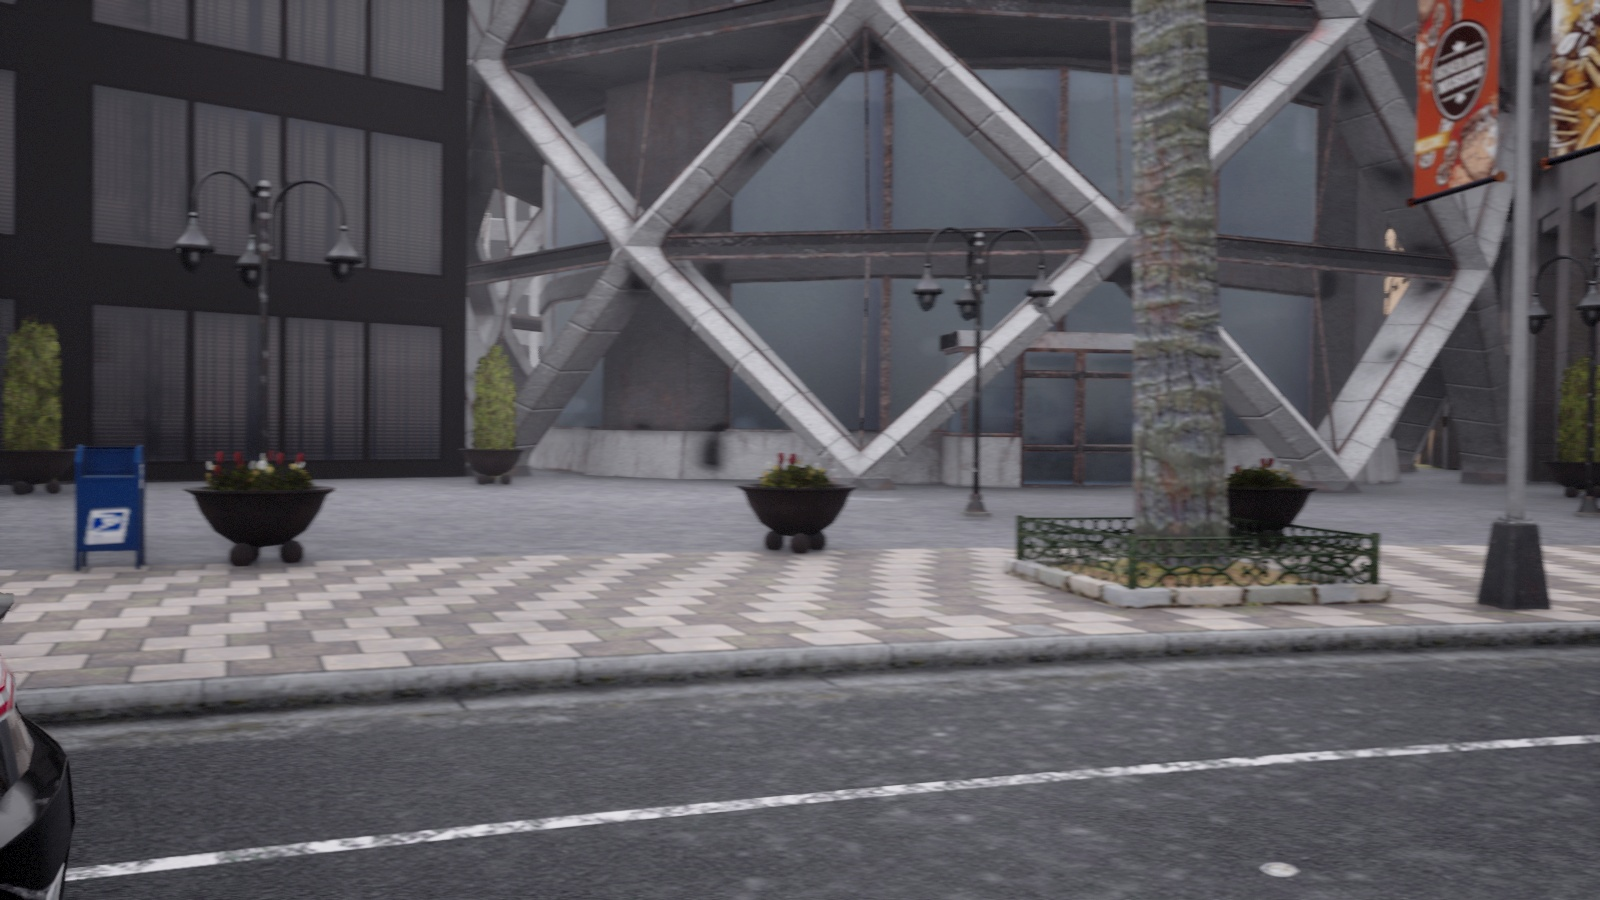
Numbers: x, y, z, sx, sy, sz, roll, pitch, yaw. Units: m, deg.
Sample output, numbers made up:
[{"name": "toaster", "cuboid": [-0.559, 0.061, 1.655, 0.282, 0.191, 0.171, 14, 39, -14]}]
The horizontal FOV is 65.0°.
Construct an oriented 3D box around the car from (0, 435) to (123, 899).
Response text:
[{"name": "car", "cuboid": [-3.765, 0.764, 1.651, 4.902, 1.511, 2.128, -1, 1, -24]}]
